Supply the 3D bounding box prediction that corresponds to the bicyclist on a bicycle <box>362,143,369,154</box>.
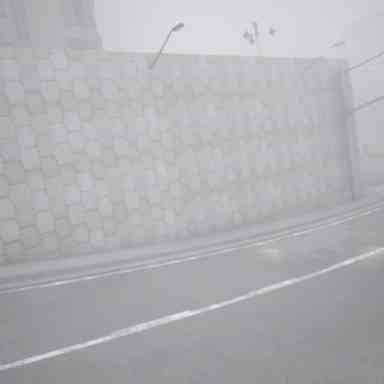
[{"bbox_3d":[25.431,-6.412,48.746,1.656,1.620,0.582,-15,9,-34],"label":"bicyclist on a bicycle"}]
